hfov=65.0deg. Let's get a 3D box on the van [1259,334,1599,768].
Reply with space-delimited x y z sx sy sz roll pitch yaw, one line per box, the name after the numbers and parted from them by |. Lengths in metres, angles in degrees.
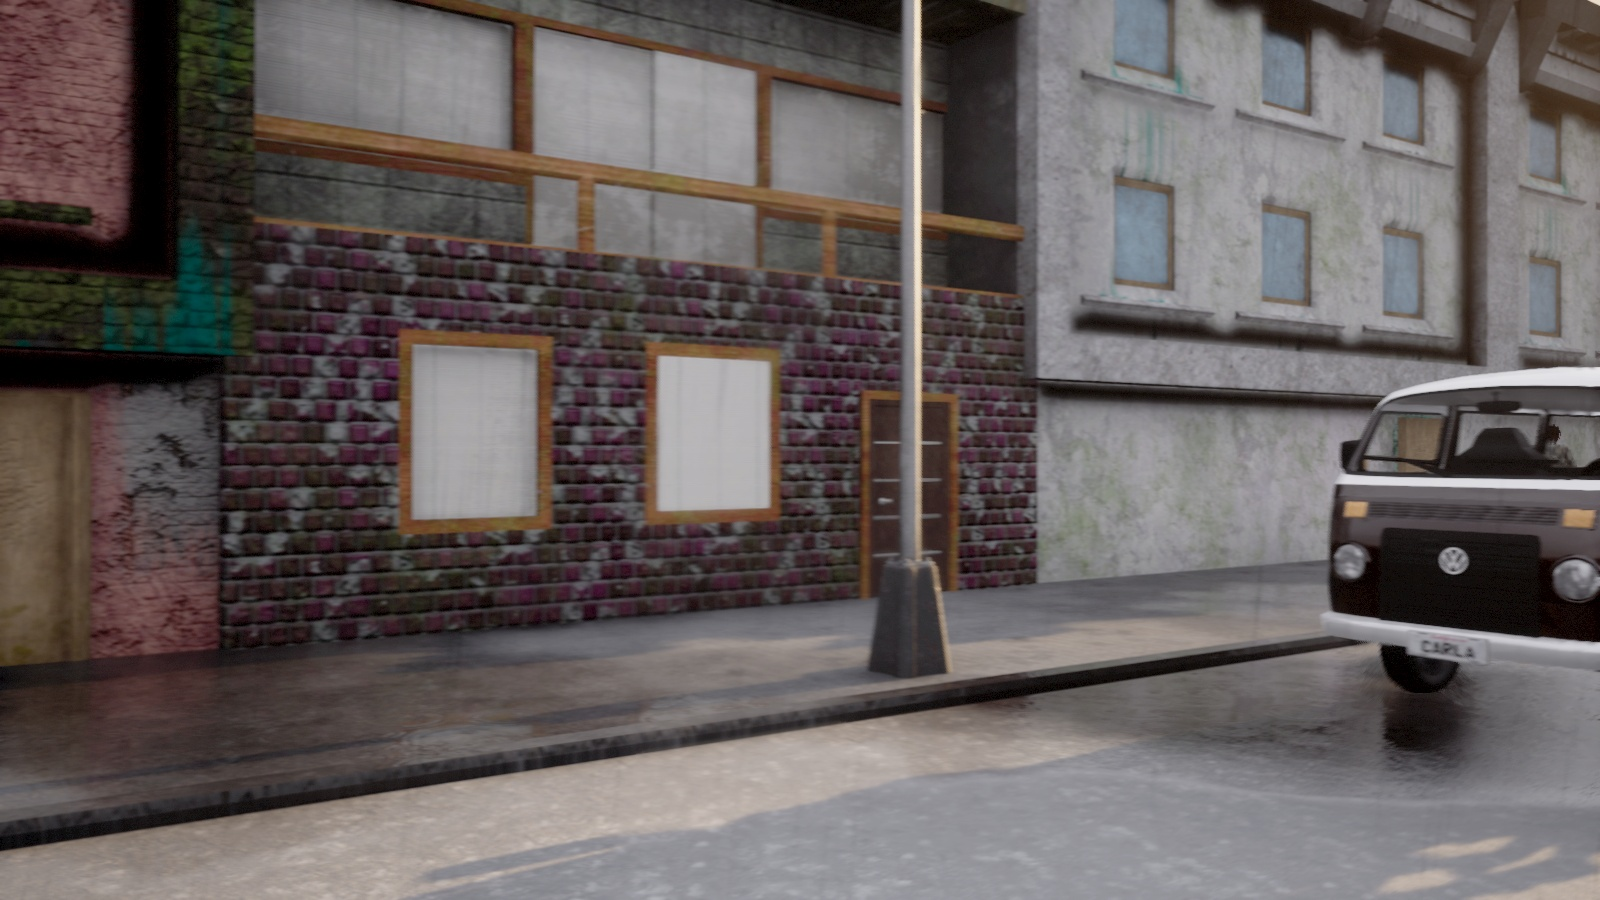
5.142 0.477 7.848 4.480 2.038 2.069 0 0 -35 | van
